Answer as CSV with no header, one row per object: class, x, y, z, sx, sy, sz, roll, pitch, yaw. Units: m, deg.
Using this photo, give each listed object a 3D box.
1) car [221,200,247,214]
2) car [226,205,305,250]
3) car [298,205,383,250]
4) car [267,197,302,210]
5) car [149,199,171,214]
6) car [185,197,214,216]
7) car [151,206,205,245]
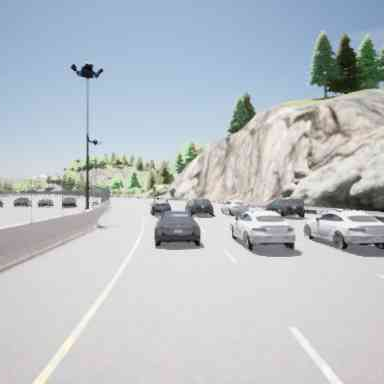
car,4.143,1.501,32.066,1.812,1.442,4.674,0,0,-10
car,2.896,1.512,14.225,1.812,1.442,4.674,0,0,-4
car,6.415,1.505,14.099,1.812,1.442,4.674,0,0,-4
car,8.098,1.320,29.471,2.097,1.767,4.553,0,0,-9
car,-3.177,1.482,33.150,2.128,1.511,4.902,0,0,-11
car,0.628,1.335,31.785,2.097,1.767,4.553,0,0,-10
car,-0.726,1.558,15.484,1.994,1.385,4.181,0,0,-5
